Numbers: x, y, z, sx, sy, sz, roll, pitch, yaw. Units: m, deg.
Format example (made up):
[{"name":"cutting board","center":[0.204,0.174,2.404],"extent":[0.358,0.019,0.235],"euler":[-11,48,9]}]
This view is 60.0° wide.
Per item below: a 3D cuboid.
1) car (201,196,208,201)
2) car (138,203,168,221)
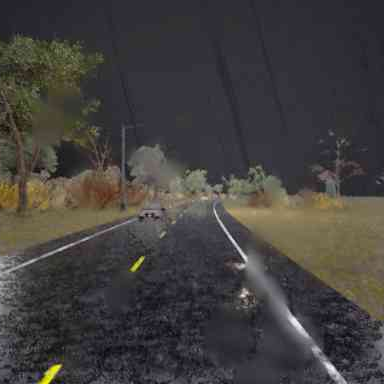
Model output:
[{"name":"car","center":[3.642,1.938,94.459],"extent":[1.812,1.442,4.674],"euler":[0,-1,5]},{"name":"car","center":[-3.129,1.605,27.102],"extent":[1.994,1.385,4.181],"euler":[0,0,2]}]
